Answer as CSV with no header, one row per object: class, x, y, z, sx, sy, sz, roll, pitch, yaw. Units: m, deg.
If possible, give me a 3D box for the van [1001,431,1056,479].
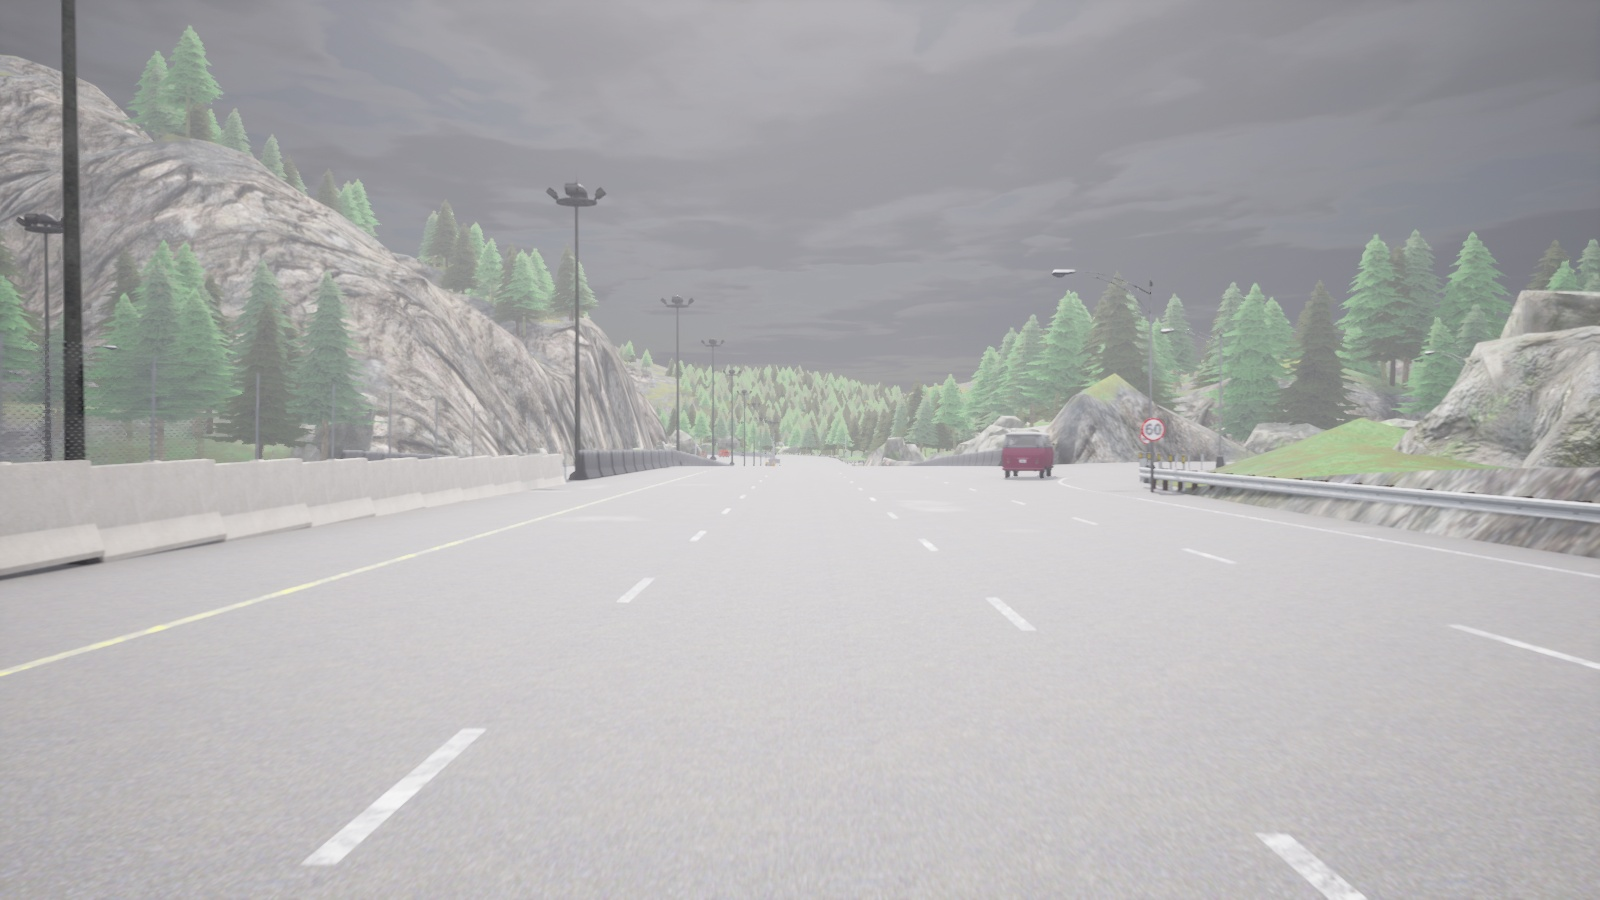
van,9.921,0.207,54.213,1.775,1.987,4.442,0,0,18
